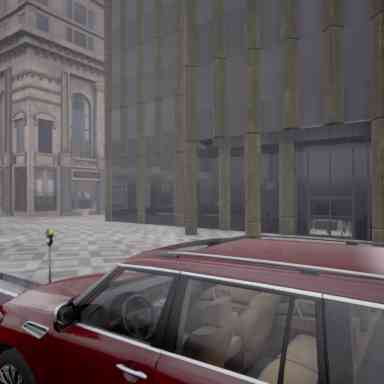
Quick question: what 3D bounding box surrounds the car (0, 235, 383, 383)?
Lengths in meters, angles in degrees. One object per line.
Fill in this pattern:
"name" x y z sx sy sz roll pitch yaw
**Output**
"car" 0.262 1.315 2.787 5.009 1.841 2.192 0 0 36
